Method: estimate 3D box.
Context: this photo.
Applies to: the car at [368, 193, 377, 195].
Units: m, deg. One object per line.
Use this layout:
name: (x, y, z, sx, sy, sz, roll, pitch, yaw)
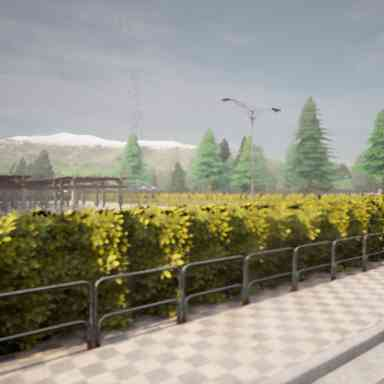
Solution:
car: (41.189, 1.005, 76.503, 2.128, 1.511, 4.902, 0, 0, 5)
